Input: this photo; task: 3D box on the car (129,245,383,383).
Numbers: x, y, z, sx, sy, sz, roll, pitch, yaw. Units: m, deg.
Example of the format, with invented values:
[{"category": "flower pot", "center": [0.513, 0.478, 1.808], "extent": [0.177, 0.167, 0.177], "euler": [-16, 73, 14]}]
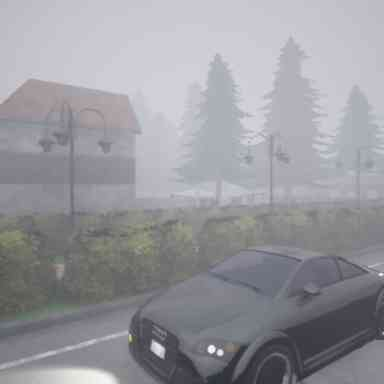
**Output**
[{"category": "car", "center": [1.222, 1.539, 4.863], "extent": [4.181, 1.385, 1.994], "euler": [0, 0, -37]}]
